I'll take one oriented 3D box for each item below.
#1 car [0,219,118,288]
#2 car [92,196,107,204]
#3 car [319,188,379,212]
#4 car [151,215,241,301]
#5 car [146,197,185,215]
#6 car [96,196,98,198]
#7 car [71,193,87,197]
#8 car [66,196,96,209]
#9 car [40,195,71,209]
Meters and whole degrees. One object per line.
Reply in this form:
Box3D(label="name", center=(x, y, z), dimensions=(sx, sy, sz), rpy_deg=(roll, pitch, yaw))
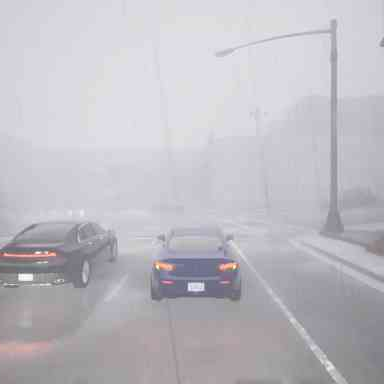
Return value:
Box3D(label="car", center=(-3.399, 1.505, 9.243), dimensions=(1.837, 1.490, 4.892), rpy_deg=(0, 0, 0))
Box3D(label="car", center=(-18.627, 1.504, 66.977), dimensions=(1.837, 1.490, 4.892), rpy_deg=(0, 0, -1))
Box3D(label="car", center=(13.249, 0.657, 28.394), dimensions=(4.553, 1.767, 2.097), rpy_deg=(-7, 0, 0))
Box3D(label="car", center=(0.091, 1.526, 8.230), dimensions=(1.812, 1.442, 4.674), rpy_deg=(0, 0, 0))
Box3D(label="car", center=(-2.489, 1.525, 32.458), dimensions=(1.812, 1.442, 4.674), rpy_deg=(-1, 1, -38))
Box3D(label="car", center=(-14.909, 1.478, 53.702), dimensions=(1.882, 1.535, 5.008), rpy_deg=(0, 0, -1))
Box3D(label="car", center=(-18.403, 1.221, 53.493), dimensions=(2.150, 2.045, 5.566), rpy_deg=(0, 0, -1))
Box3D(label="car", center=(-14.697, 1.601, 44.306), dimensions=(1.895, 1.301, 4.718), rpy_deg=(0, 0, -1))
Box3D(label="car", center=(-18.188, 1.352, 43.941), dimensions=(2.097, 1.767, 4.553), rpy_deg=(0, 0, -1))
